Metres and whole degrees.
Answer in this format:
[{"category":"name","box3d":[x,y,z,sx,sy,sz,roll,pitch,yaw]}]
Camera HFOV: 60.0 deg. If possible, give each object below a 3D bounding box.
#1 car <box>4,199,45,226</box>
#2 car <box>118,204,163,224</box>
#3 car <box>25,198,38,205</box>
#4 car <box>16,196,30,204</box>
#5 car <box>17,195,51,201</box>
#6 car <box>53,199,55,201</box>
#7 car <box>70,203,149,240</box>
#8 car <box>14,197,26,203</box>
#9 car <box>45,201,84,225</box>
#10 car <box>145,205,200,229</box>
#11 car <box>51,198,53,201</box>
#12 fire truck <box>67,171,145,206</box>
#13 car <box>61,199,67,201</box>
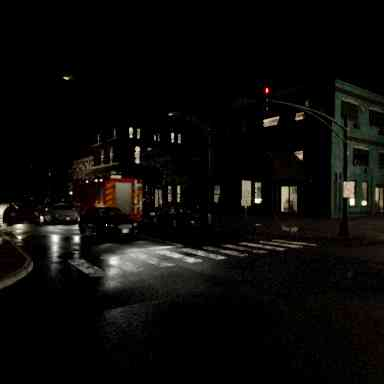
[{"category":"car","box3d":[-12.008,1.492,23.407,1.967,1.590,4.097,1,-1,-35]},{"category":"car","box3d":[-4.307,1.742,27.459,1.947,1.339,4.313,1,-1,-35]},{"category":"car","box3d":[-33.588,1.945,69.447,1.752,1.417,4.829,1,-1,-35]},{"category":"car","box3d":[-39.818,1.788,78.432,2.192,1.841,5.009,1,-1,-35]},{"category":"car","box3d":[-17.139,1.377,35.607,2.150,2.045,5.566,1,-1,-35]},{"category":"car","box3d":[-17.631,1.725,46.533,1.967,1.590,4.097,1,-1,-35]},{"category":"car","box3d":[-4.464,1.541,17.308,2.128,1.511,4.902,1,-1,-35]},{"category":"car","box3d":[-42.983,2.051,82.990,2.008,1.369,4.403,1,-1,-35]},{"category":"car","box3d":[-10.077,1.621,25.403,1.812,1.442,4.674,1,-1,-35]},{"category":"car","box3d":[-1.183,1.701,22.955,2.008,1.369,4.403,1,-1,-35]},{"category":"car","box3d":[-24.000,1.778,55.624,1.967,1.590,4.097,1,-1,-35]},{"category":"fire truck","box3d":[-7.113,0.477,26.612,2.891,3.827,8.468,1,-1,-35]},{"category":"car","box3d":[-14.440,1.574,41.991,2.192,1.841,5.009,1,-1,-35]}]
